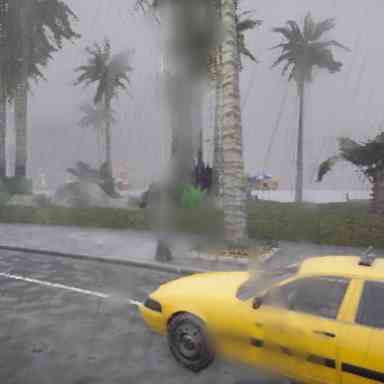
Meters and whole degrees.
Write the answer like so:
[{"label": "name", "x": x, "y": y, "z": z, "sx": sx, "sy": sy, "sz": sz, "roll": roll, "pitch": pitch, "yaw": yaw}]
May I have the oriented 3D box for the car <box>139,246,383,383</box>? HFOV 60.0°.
[{"label": "car", "x": 1.745, "y": 1.428, "z": 3.945, "sx": 5.366, "sy": 1.575, "sz": 1.801, "roll": 0, "pitch": 0, "yaw": 34}]
